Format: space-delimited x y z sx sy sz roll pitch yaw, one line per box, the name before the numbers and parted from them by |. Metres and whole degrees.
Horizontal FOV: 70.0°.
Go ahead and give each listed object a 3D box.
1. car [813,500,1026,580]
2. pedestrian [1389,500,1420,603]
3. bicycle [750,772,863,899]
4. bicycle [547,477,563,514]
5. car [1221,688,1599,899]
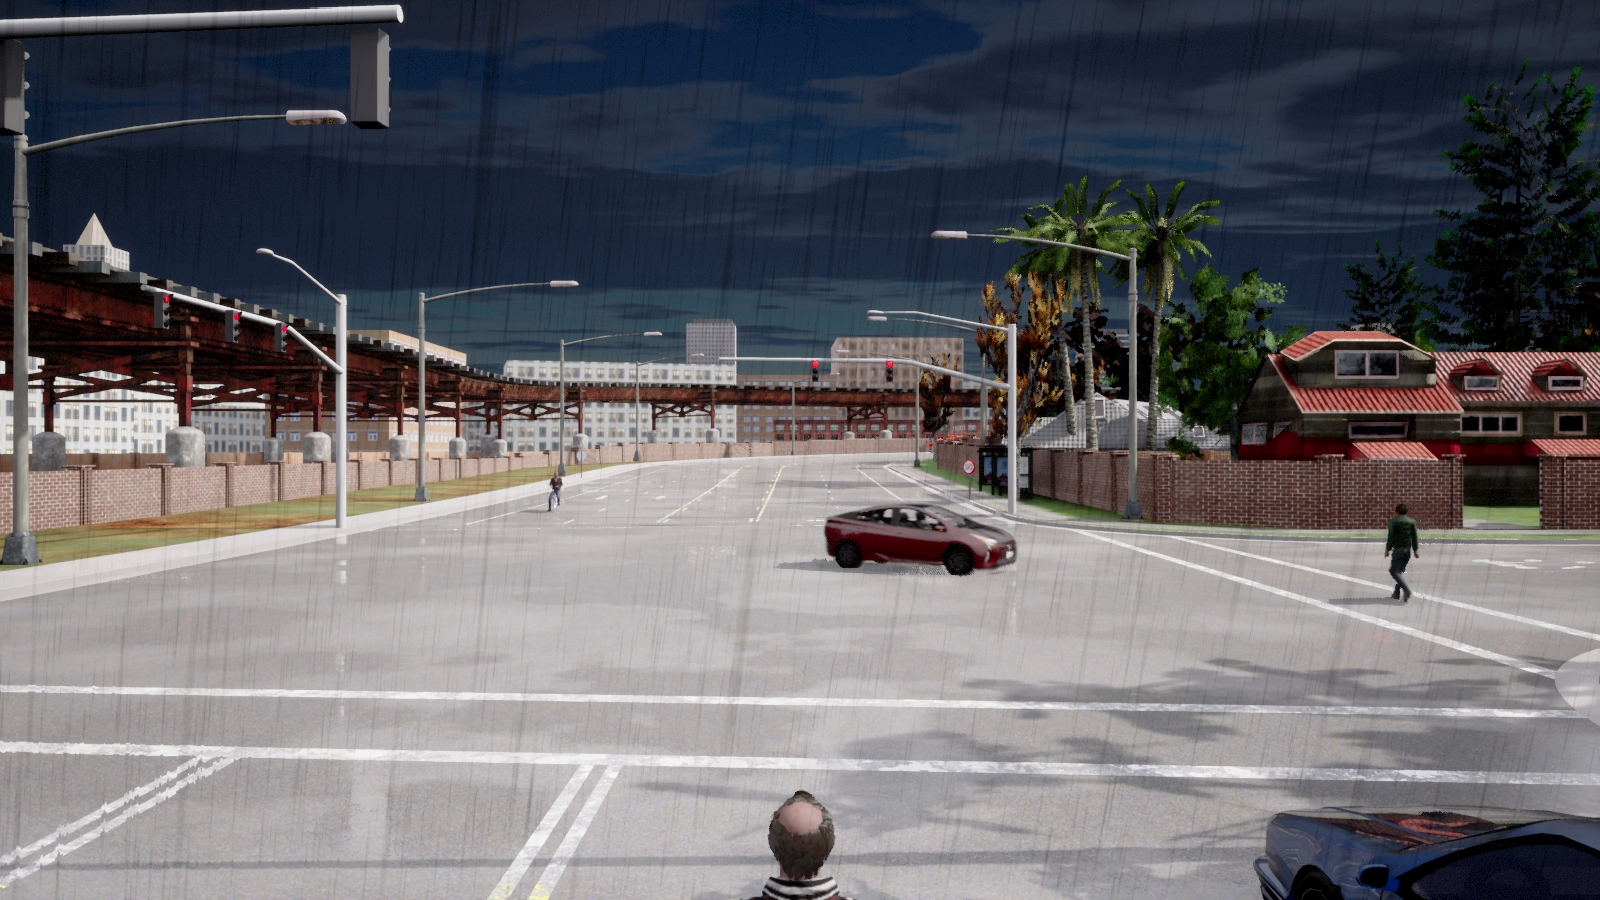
car | 2.755 2.025 26.643 4.514 1.525 2.007 0 0 32
pedestrian | 11.080 1.848 20.947 0.375 1.860 0.375 0 0 -3
bicycle | 0.019 2.048 3.681 0.329 1.496 1.835 0 0 0
bicycle | -10.519 1.934 49.111 0.329 1.496 1.835 0 0 0
car | 3.467 2.106 4.038 2.033 1.411 5.357 0 0 1
